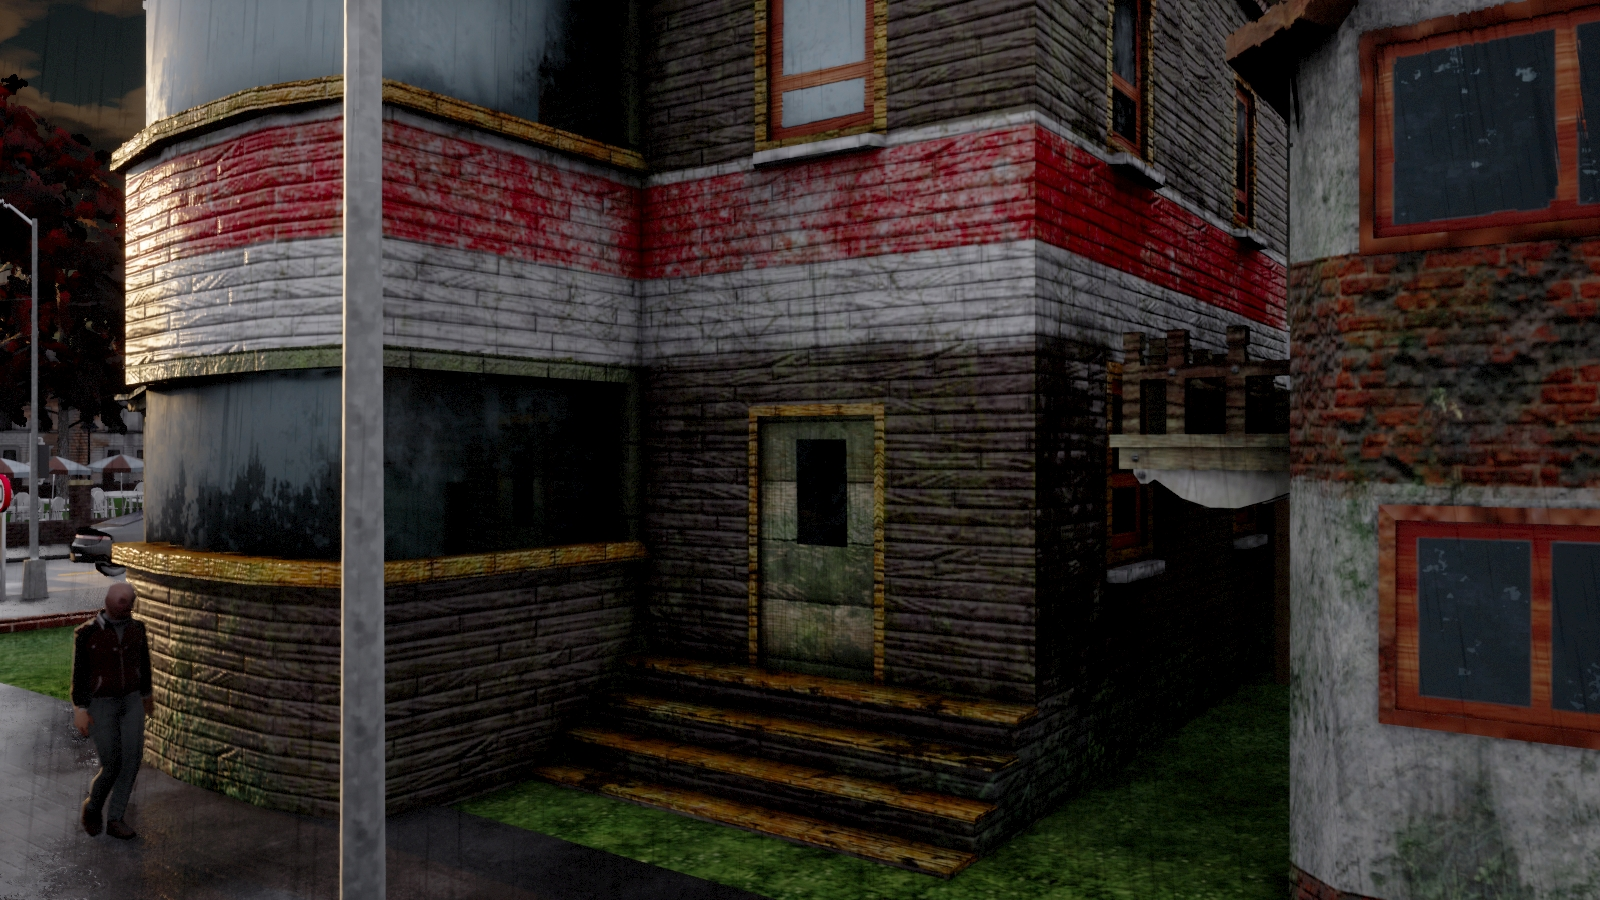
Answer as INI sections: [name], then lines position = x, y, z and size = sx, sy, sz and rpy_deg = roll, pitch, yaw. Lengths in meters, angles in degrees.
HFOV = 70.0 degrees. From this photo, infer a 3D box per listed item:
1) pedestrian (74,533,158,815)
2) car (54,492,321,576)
[pedestrian]
position = -4.750, 1.522, 7.933
size = 0.375, 1.860, 0.375
rpy_deg = 0, 0, 34
[car]
position = -13.748, 1.817, 25.958
size = 2.128, 1.511, 4.902
rpy_deg = 0, 0, 34
